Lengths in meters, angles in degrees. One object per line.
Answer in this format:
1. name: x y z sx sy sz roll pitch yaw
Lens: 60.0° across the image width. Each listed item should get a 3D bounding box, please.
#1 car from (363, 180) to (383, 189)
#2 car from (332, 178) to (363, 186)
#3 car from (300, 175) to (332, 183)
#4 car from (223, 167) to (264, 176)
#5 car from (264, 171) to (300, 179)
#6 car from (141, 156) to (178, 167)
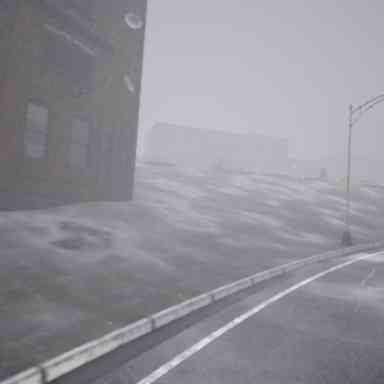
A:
1. car: 27.334 -0.895 51.119 4.553 1.767 2.185 5 -4 -20
2. car: 22.172 -1.217 49.174 5.008 1.535 2.097 5 -4 -19
3. car: 16.952 -1.620 47.338 4.674 1.452 2.002 5 -4 -18
4. car: 6.435 -2.501 44.004 4.892 1.521 2.231 4 -4 -17
5. car: 11.698 -2.093 45.619 4.892 1.521 2.231 4 -4 -17
6. car: -3.996 -3.411 40.825 4.553 1.767 2.185 4 -4 -17
